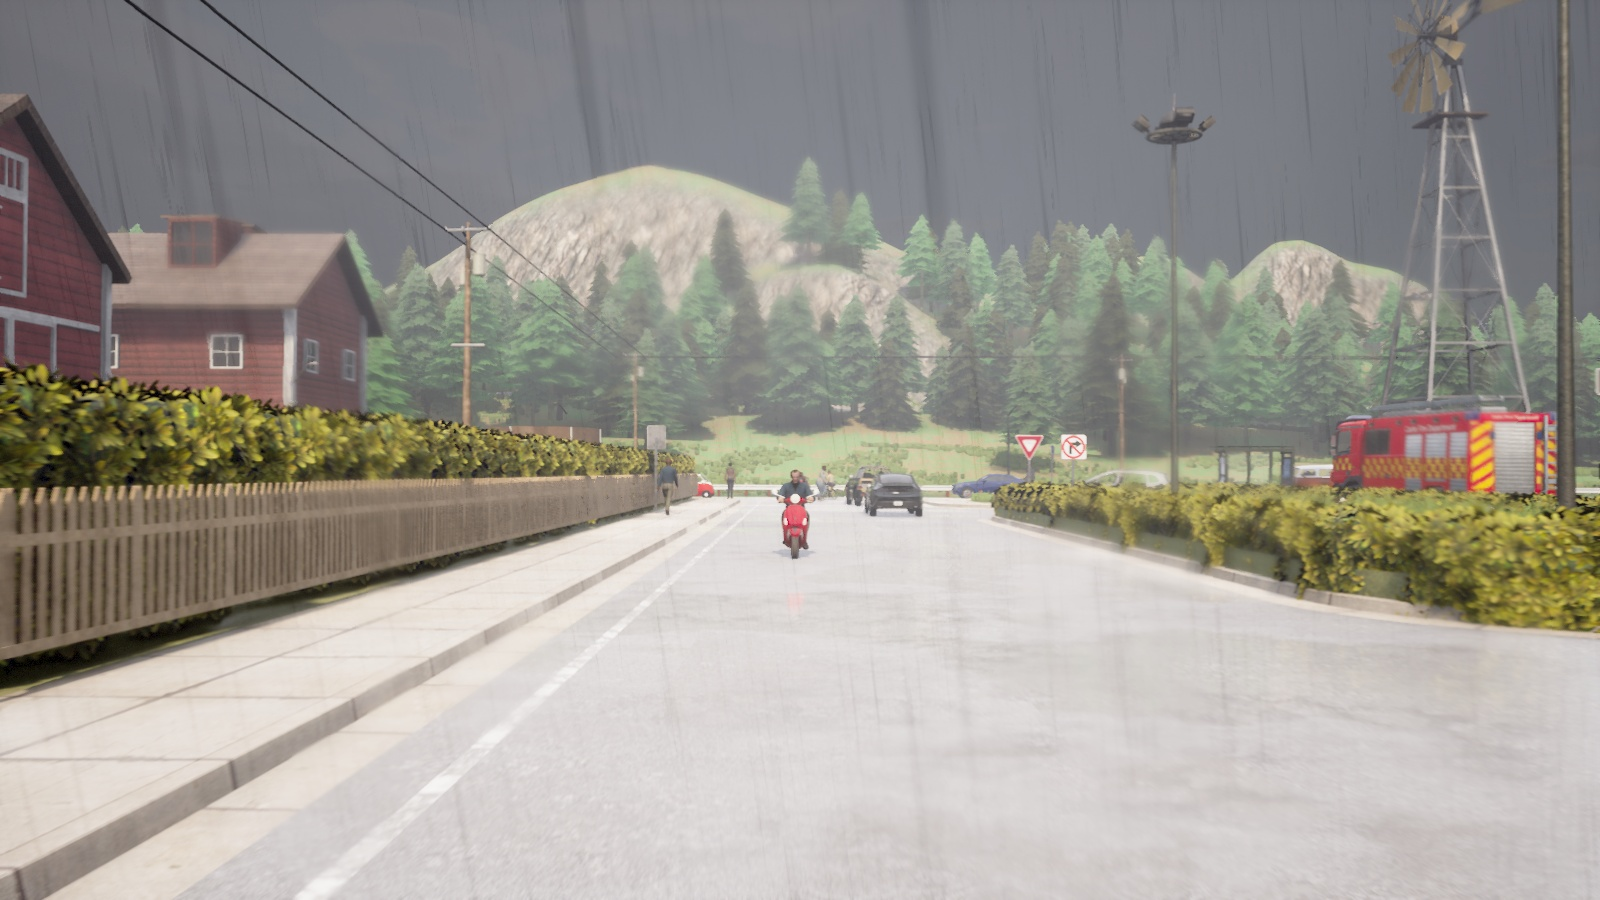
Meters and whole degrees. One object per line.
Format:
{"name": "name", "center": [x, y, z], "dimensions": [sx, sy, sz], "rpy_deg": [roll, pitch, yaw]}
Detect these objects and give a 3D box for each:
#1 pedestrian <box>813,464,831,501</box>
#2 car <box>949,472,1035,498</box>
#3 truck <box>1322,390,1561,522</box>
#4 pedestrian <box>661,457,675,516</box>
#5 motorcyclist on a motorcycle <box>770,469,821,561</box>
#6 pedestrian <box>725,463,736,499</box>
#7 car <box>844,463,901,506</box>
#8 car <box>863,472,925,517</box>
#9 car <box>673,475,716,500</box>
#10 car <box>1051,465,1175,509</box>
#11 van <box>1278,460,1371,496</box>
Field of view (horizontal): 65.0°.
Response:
{"name": "pedestrian", "center": [1.136, 1.658, 63.484], "dimensions": [0.900, 1.855, 0.874], "rpy_deg": [0, -1, 1]}
{"name": "car", "center": [11.078, 2.007, 72.490], "dimensions": [4.674, 1.442, 1.812], "rpy_deg": [0, -1, 0]}
{"name": "truck", "center": [20.374, 0.245, 40.673], "dimensions": [2.891, 3.827, 8.468], "rpy_deg": [0, -1, -4]}
{"name": "pedestrian", "center": [-4.133, 1.148, 39.479], "dimensions": [0.370, 1.835, 0.726], "rpy_deg": [0, -1, -1]}
{"name": "motorcyclist on a motorcycle", "center": [-0.082, 1.149, 22.762], "dimensions": [0.866, 1.590, 1.817], "rpy_deg": [0, -1, 0]}
{"name": "pedestrian", "center": [-3.517, 1.548, 63.500], "dimensions": [0.328, 1.805, 0.869], "rpy_deg": [0, -1, 14]}
{"name": "car", "center": [3.248, 1.575, 57.276], "dimensions": [1.932, 1.855, 4.605], "rpy_deg": [0, -1, -5]}
{"name": "car", "center": [3.338, 1.565, 45.257], "dimensions": [1.837, 1.490, 4.892], "rpy_deg": [0, -1, 0]}
{"name": "car", "center": [-5.774, 2.049, 69.016], "dimensions": [2.207, 1.376, 1.481], "rpy_deg": [-1, -1, 0]}
{"name": "car", "center": [12.371, 1.436, 49.555], "dimensions": [4.611, 1.667, 2.242], "rpy_deg": [-1, -1, 18]}
{"name": "van", "center": [30.244, 1.623, 72.466], "dimensions": [4.480, 2.038, 2.069], "rpy_deg": [0, -1, 0]}
